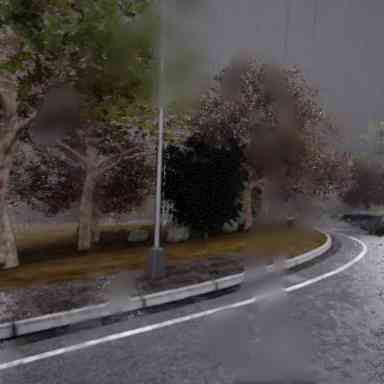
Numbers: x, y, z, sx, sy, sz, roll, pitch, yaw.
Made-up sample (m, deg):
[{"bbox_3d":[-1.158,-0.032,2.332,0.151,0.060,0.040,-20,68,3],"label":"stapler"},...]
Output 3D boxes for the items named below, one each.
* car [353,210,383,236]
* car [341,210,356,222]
[{"bbox_3d":[12.669,2.110,20.124,2.033,1.411,5.357,2,-1,-13],"label":"car"},{"bbox_3d":[18.480,2.702,36.888,4.718,1.301,1.895,3,-2,-38],"label":"car"}]
